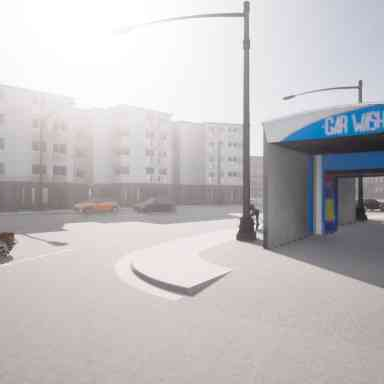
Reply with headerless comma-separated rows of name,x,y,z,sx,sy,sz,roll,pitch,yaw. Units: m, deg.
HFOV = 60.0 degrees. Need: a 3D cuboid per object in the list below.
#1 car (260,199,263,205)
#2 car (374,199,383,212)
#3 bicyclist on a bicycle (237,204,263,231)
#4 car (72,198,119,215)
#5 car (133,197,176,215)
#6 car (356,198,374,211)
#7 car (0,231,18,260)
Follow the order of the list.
car,12.640,1.227,48.138,5.566,2.045,2.150,0,0,-19
car,22.873,1.526,36.575,4.674,1.442,1.812,0,0,-18
bicyclist on a bicycle,3.193,1.301,18.294,1.656,1.620,0.582,0,0,38
car,-9.684,1.352,33.543,2.097,1.767,4.553,0,0,44
car,-3.859,1.352,34.412,4.553,1.767,2.097,0,0,-41
car,20.987,1.505,39.644,4.892,1.490,1.837,0,0,-18
car,-7.487,1.601,9.706,1.895,1.301,4.718,0,0,14
